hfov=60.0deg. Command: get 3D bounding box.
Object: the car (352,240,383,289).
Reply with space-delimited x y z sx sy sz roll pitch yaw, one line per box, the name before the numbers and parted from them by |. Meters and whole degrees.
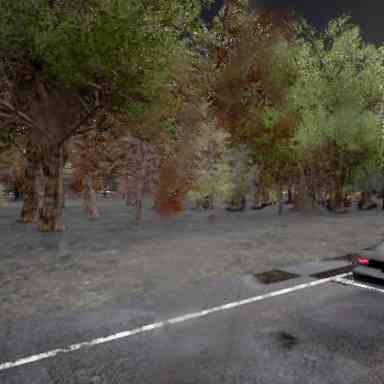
car | 6.012 1.527 8.031 5.357 1.411 2.033 0 0 -35
